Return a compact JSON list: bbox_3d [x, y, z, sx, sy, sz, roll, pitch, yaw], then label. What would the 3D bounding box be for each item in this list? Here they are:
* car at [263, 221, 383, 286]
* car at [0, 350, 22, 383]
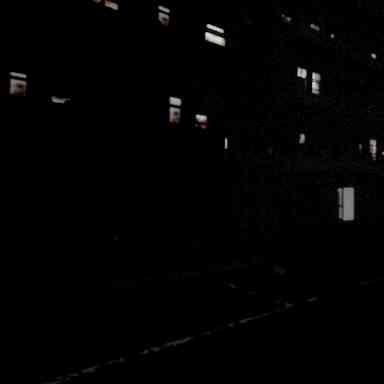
[{"bbox_3d":[3.917,1.537,9.367,4.313,1.339,1.947,0,0,-36],"label":"car"},{"bbox_3d":[-2.913,1.570,1.299,4.181,1.385,1.994,0,0,-36],"label":"car"}]
